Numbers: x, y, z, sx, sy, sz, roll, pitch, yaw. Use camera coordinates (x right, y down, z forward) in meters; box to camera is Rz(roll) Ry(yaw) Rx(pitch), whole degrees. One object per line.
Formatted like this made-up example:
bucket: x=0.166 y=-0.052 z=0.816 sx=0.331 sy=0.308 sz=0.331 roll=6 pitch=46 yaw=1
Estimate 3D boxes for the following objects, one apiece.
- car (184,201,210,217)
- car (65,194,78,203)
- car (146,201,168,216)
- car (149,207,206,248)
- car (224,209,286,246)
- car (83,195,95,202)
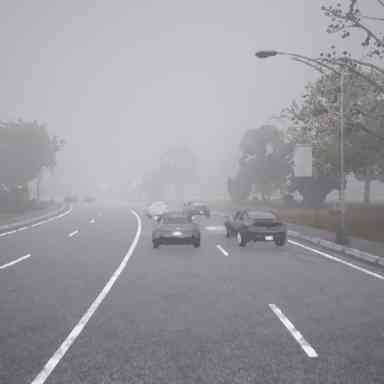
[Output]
car: x=0.362 y=1.538 z=30.514 sx=1.812 sy=1.442 sz=4.674 roll=0 pitch=0 yaw=-12
car: x=-25.031 y=1.277 z=69.080 sx=2.097 sy=1.767 sz=4.553 roll=0 pitch=0 yaw=-28
car: x=-3.066 y=1.533 z=29.809 sx=1.812 sy=1.442 sz=4.674 roll=0 pitch=0 yaw=-12
car: x=-0.769 y=1.571 z=14.813 sx=1.994 sy=1.385 sz=4.181 roll=0 pitch=0 yaw=-6
car: x=2.713 y=1.518 z=15.167 sx=1.837 sy=1.490 sz=4.892 roll=0 pitch=0 yaw=-6
car: x=-22.003 y=1.406 z=70.832 sx=1.882 sy=1.535 sz=5.008 roll=0 pitch=0 yaw=-28
